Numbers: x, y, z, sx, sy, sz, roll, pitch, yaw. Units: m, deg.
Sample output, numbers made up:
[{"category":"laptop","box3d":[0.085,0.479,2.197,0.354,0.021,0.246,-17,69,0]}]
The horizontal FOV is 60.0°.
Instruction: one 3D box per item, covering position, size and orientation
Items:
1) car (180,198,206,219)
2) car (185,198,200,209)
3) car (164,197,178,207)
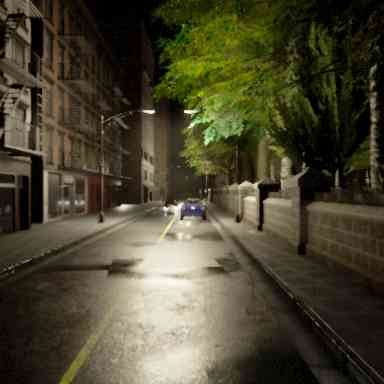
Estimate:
[{"category":"car","box3d":[0.093,1.352,28.829,2.097,1.767,4.553,0,0,0]},{"category":"car","box3d":[0.090,1.564,46.096,1.994,1.385,4.181,0,0,0]},{"category":"car","box3d":[-3.081,1.506,50.064,1.837,1.490,4.892,0,-1,0]}]
